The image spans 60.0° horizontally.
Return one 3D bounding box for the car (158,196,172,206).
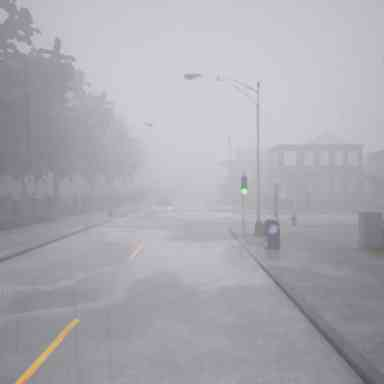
[{"bbox_3d":[-4.053,1.308,50.534,1.882,1.535,5.008,0,0,0],"label":"car"}]
